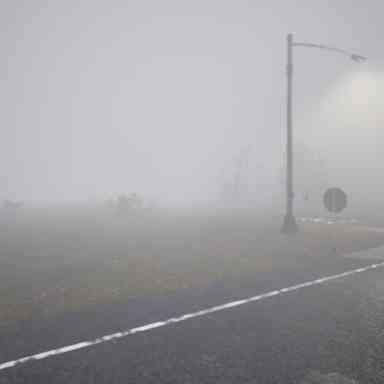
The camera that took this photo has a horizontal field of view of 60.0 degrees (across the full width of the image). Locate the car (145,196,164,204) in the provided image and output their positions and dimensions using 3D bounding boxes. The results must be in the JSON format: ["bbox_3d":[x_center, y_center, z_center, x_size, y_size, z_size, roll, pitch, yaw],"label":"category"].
[{"bbox_3d":[-6.344,1.355,55.782,1.994,1.385,4.181,0,0,-33],"label":"car"}]
